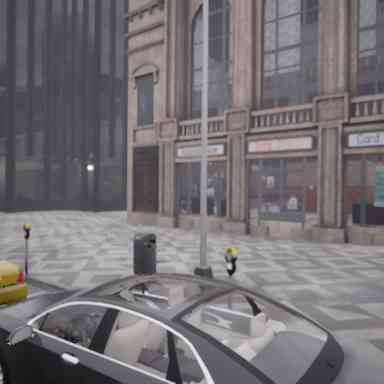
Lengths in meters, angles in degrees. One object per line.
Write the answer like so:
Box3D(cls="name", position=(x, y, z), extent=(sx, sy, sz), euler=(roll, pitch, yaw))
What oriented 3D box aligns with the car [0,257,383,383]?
Box3D(cls="car", position=(-0.507, 1.531, 3.326), extent=(4.403, 1.369, 2.008), euler=(1, 1, 36))
